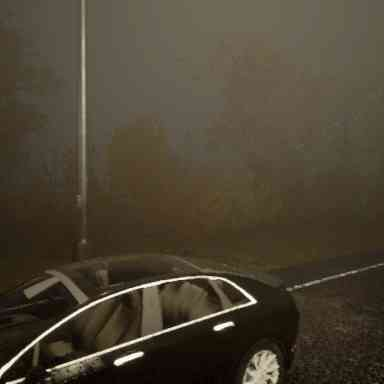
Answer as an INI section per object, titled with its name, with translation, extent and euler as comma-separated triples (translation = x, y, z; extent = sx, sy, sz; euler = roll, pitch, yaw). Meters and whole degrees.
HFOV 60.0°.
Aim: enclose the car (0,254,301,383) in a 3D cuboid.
[car]
translation = -0.946, 1.501, 3.317
extent = 4.892, 1.490, 1.837
euler = 0, 0, -36
